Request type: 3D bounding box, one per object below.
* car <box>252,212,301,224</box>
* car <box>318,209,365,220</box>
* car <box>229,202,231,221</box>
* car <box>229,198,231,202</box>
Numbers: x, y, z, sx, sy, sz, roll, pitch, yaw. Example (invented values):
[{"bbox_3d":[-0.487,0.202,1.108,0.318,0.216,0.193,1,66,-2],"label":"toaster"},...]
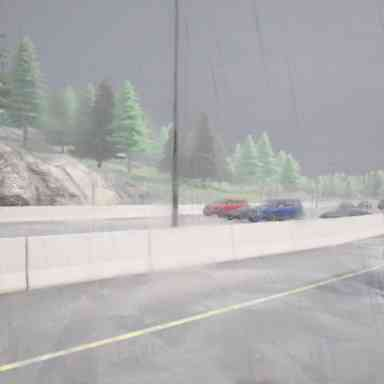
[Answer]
[{"bbox_3d":[6.923,1.562,27.302,5.566,2.045,2.150,1,0,-37],"label":"car"},{"bbox_3d":[12.764,1.953,27.732,5.357,1.411,2.033,1,-1,-35],"label":"car"},{"bbox_3d":[5.272,1.901,29.980,5.357,1.411,2.033,1,0,-31],"label":"car"},{"bbox_3d":[3.649,1.603,34.197,5.566,2.045,2.150,1,-1,-40],"label":"car"}]
